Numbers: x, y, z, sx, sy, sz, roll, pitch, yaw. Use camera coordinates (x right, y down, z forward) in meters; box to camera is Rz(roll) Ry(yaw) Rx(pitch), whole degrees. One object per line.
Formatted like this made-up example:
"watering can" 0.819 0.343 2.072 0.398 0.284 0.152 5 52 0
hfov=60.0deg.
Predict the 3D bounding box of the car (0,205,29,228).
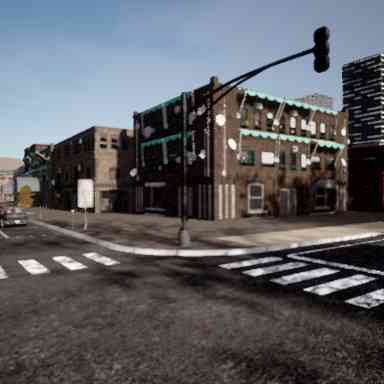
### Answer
"car" -13.350 1.829 24.793 2.008 1.369 4.403 -1 0 -35

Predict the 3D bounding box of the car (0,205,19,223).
"car" -16.558 1.923 29.304 1.802 1.307 4.206 -1 0 -35

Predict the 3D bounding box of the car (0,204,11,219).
"car" -19.766 1.985 33.814 1.802 1.307 4.206 -1 0 -35
